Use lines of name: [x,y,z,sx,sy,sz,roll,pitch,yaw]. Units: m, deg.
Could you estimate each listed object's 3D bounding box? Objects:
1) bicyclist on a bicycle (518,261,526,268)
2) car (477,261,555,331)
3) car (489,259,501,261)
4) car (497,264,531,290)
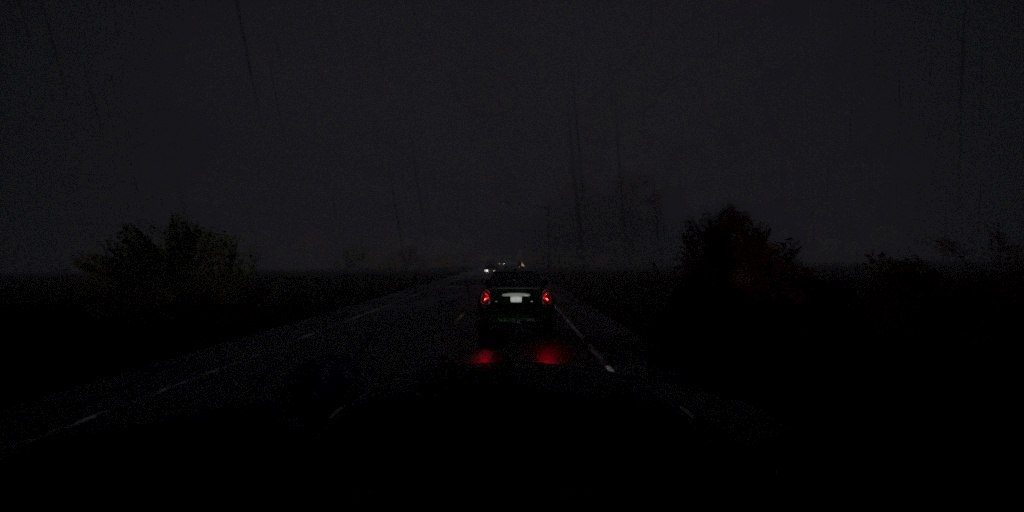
bicyclist on a bicycle: [1.020,1.394,36.297,0.866,1.612,1.509,0,0,0]
car: [0.110,1.159,11.386,2.097,1.767,4.553,0,0,0]
car: [-3.493,1.465,62.080,2.097,1.767,4.553,0,0,0]
car: [0.125,1.380,24.832,2.128,1.511,4.902,0,0,0]
